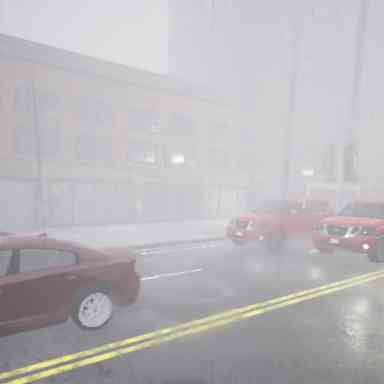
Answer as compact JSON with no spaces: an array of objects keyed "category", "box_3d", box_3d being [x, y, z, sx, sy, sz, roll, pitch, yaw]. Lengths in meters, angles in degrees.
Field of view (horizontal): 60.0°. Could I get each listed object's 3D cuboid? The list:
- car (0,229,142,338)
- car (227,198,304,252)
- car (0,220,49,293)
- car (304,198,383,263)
[{"category":"car","box_3d":[-3.268,1.479,5.336,5.008,1.535,1.882,0,0,-35]},{"category":"car","box_3d":[4.101,1.280,14.536,5.566,2.045,2.150,0,0,-35]},{"category":"car","box_3d":[-5.993,1.503,7.380,4.892,1.490,1.837,1,-1,-35]},{"category":"car","box_3d":[6.963,1.286,12.573,5.566,2.045,2.150,1,0,-35]}]
